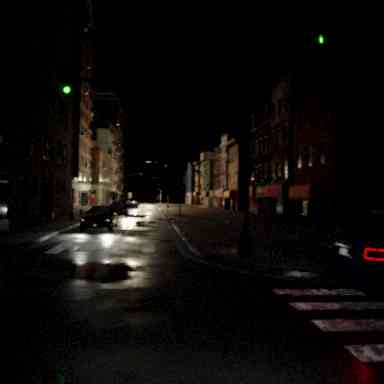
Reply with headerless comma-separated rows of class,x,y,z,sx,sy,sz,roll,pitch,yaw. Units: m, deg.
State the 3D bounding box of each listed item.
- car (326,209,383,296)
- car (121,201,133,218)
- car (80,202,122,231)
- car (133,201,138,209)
car,5.946,1.467,7.586,5.566,2.045,2.150,2,-1,-7
car,-7.211,1.708,33.053,1.812,1.442,4.674,1,-1,-7
car,-5.730,1.591,20.965,1.812,1.442,4.674,1,-1,-7
car,-9.603,2.027,53.191,1.895,1.301,4.718,1,-1,-7
